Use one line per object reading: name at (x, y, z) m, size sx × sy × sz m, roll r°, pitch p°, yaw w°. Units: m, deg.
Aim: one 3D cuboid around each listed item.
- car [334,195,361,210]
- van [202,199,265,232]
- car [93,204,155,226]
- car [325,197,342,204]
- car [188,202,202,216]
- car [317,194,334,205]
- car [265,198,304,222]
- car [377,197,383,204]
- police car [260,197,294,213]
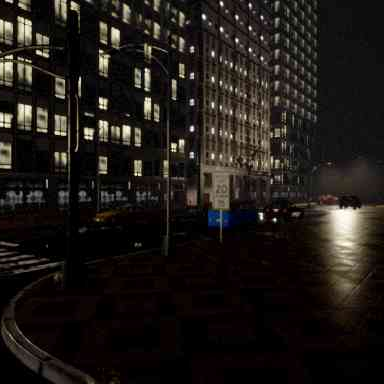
car at (21.175, 1.368, 44.518) m, size 2.192 × 1.841 × 5.009 m, roll 0°, pitch 0°, yaw 38°
van at (2.612, 1.368, 20.273) m, size 1.690 × 1.788 × 3.998 m, roll 0°, pitch 0°, yaw 38°
car at (-4.774, 1.540, 23.995) m, size 1.752 × 1.417 × 4.829 m, roll 0°, pitch 0°, yaw 38°
car at (28.530, 1.624, 66.953) m, size 2.008 × 1.369 × 4.403 m, roll 0°, pitch 0°, yaw 38°
car at (1.342, 1.604, 31.711) m, size 1.802 × 1.307 × 4.206 m, roll 0°, pitch 0°, yaw 38°
car at (25.132, 1.380, 62.548) m, size 2.192 × 1.841 × 5.009 m, roll 0°, pitch 0°, yaw 38°
car at (7.581, 1.472, 26.897) m, size 1.967 × 1.590 × 4.097 m, roll 0°, pitch 0°, yaw 38°
car at (38.167, 1.658, 66.543) m, size 1.947 × 1.339 × 4.313 m, roll 0°, pitch 0°, yaw 38°
police car at (9.967, 1.459, 38.689) m, size 1.930 × 1.638 × 5.238 m, roll 0°, pitch 0°, yaw 38°
